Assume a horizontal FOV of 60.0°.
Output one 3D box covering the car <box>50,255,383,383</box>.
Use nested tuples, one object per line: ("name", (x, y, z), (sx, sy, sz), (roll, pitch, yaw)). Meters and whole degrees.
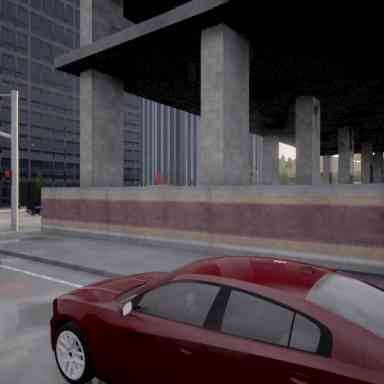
("car", (0.425, 1.478, 3.686), (5.008, 1.535, 1.882), (0, 0, 35))

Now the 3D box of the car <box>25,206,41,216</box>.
("car", (-14.129, 1.656, 33.535), (1.895, 1.301, 4.718), (0, 0, 36))

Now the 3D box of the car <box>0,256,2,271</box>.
("car", (-6.923, 1.564, 8.871), (4.181, 1.385, 1.994), (0, 0, 36))
